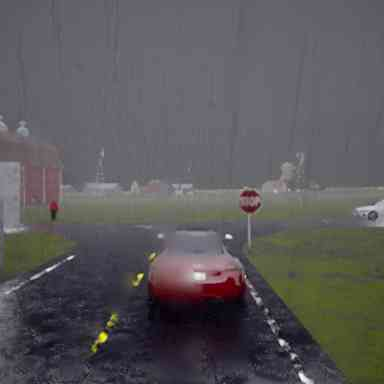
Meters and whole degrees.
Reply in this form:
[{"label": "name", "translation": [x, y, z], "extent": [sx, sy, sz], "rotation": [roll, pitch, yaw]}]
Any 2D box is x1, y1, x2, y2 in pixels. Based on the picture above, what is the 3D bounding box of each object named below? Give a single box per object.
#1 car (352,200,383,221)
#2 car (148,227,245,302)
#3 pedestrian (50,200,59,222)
[{"label": "car", "translation": [14.027, 1.265, 24.030], "extent": [4.674, 1.442, 1.812], "rotation": [-1, 0, -4]}, {"label": "car", "translation": [0.088, 1.559, 8.289], "extent": [1.994, 1.385, 4.181], "rotation": [0, 0, 0]}, {"label": "pedestrian", "translation": [-11.224, 1.472, 26.958], "extent": [0.375, 1.860, 0.375], "rotation": [0, 0, 4]}]
